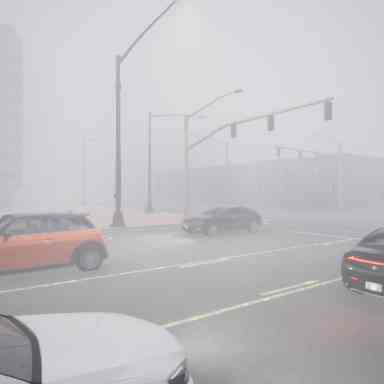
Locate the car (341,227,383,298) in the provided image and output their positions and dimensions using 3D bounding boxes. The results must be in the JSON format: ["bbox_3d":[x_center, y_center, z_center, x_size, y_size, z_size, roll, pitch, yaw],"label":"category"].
[{"bbox_3d":[5.341,1.505,7.551,4.892,1.490,1.837,0,0,-35],"label":"car"}]

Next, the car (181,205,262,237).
[{"bbox_3d":[1.693,1.505,18.056,4.892,1.490,1.837,0,0,-35],"label":"car"}]

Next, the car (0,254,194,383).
[{"bbox_3d":[-2.137,1.526,2.224,4.674,1.442,1.812,0,0,-35],"label":"car"}]

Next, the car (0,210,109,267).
[{"bbox_3d":[-4.743,1.352,9.205,4.553,1.767,2.097,0,0,-35],"label":"car"}]
